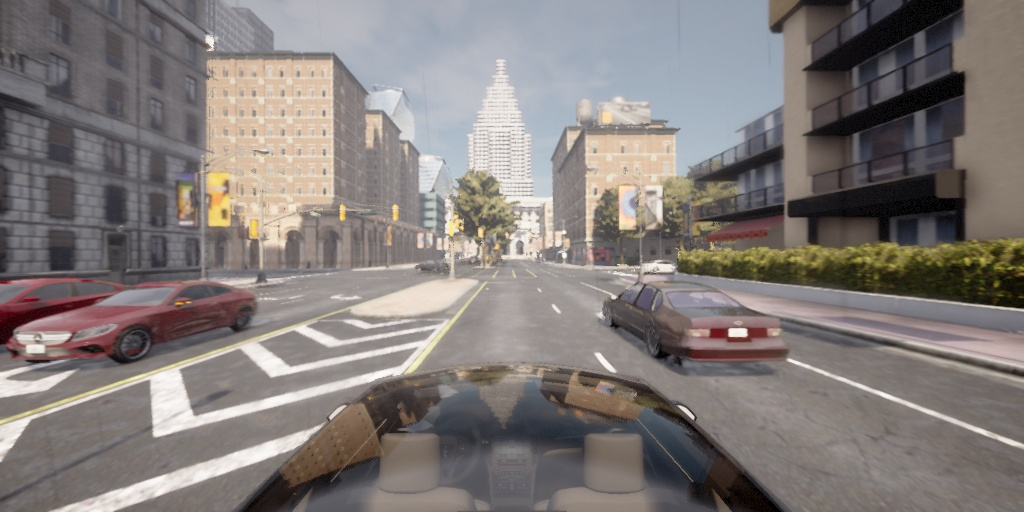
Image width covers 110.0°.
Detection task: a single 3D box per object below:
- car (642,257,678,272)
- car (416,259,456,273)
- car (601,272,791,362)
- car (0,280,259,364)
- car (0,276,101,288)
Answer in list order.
[{"bbox_3d":[16.087,1.145,37.742,4.674,1.442,1.812,0,0,-2],"label":"car"},{"bbox_3d":[-9.699,1.270,43.699,4.902,1.511,2.128,0,0,36],"label":"car"},{"bbox_3d":[3.575,1.269,8.237,2.033,1.411,5.357,0,0,-1],"label":"car"},{"bbox_3d":[-8.131,1.322,8.434,1.812,1.442,4.674,0,0,0],"label":"car"},{"bbox_3d":[-11.633,1.296,8.641,1.882,1.535,5.008,0,0,-1],"label":"car"}]
